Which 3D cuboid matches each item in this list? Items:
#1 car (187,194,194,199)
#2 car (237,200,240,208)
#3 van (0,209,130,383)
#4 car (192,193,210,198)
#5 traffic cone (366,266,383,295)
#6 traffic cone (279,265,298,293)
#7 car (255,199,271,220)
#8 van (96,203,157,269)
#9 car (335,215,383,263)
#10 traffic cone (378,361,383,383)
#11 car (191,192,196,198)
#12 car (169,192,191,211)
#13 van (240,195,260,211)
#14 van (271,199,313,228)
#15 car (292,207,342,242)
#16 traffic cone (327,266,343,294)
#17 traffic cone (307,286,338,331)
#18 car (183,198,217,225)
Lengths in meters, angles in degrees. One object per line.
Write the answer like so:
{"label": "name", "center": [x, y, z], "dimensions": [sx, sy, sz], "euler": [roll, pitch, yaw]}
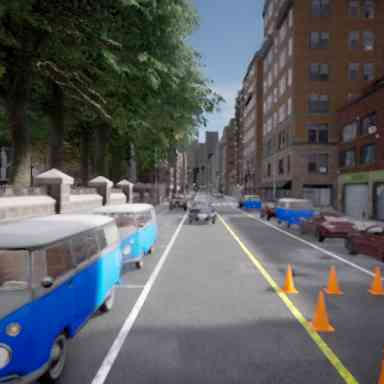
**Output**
{"label": "car", "center": [-0.452, 1.188, 93.527], "dimensions": [1.887, 1.381, 4.507], "euler": [1, 0, 1]}
{"label": "car", "center": [7.082, 1.497, 44.476], "dimensions": [1.947, 1.339, 4.313], "euler": [1, 0, 1]}
{"label": "van", "center": [-2.241, 1.302, 5.007], "dimensions": [1.690, 1.788, 3.998], "euler": [0, 0, 1]}
{"label": "car", "center": [1.361, 1.365, 51.174], "dimensions": [1.812, 1.442, 4.674], "euler": [1, 0, 1]}
{"label": "traffic cone", "center": [4.200, 1.981, 7.538], "dimensions": [0.340, 0.580, 0.340], "euler": [1, 0, 1]}
{"label": "traffic cone", "center": [2.201, 1.959, 7.578], "dimensions": [0.340, 0.580, 0.340], "euler": [1, 0, 1]}
{"label": "car", "center": [6.739, 1.536, 27.498], "dimensions": [1.887, 1.381, 4.507], "euler": [1, 0, 1]}
{"label": "van", "center": [-2.126, 1.287, 10.664], "dimensions": [1.690, 1.788, 3.998], "euler": [1, 0, 1]}
{"label": "car", "center": [6.395, 1.624, 10.520], "dimensions": [1.802, 1.307, 4.206], "euler": [1, 0, 1]}
{"label": "traffic cone", "center": [2.120, 1.969, 3.579], "dimensions": [0.340, 0.580, 0.340], "euler": [1, 0, 1]}
{"label": "car", "center": [-0.676, 1.209, 82.458], "dimensions": [1.752, 1.417, 4.829], "euler": [1, 0, 1]}
{"label": "car", "center": [-1.553, 1.172, 38.948], "dimensions": [2.192, 1.841, 5.009], "euler": [1, 0, 1]}
{"label": "van", "center": [6.970, 1.293, 38.816], "dimensions": [1.690, 1.788, 3.998], "euler": [1, 0, 1]}
{"label": "van", "center": [6.626, 1.350, 21.838], "dimensions": [1.690, 1.788, 3.998], "euler": [1, 0, 1]}
{"label": "car", "center": [6.509, 1.608, 16.180], "dimensions": [1.802, 1.307, 4.206], "euler": [1, 0, 1]}
{"label": "traffic cone", "center": [3.201, 1.970, 7.558], "dimensions": [0.340, 0.580, 0.340], "euler": [1, 0, 1]}
{"label": "traffic cone", "center": [2.160, 1.964, 5.579], "dimensions": [0.340, 0.580, 0.340], "euler": [1, 0, 1]}
{"label": "car", "center": [0.710, 1.428, 23.858], "dimensions": [2.128, 1.511, 4.902], "euler": [1, 0, 1]}
